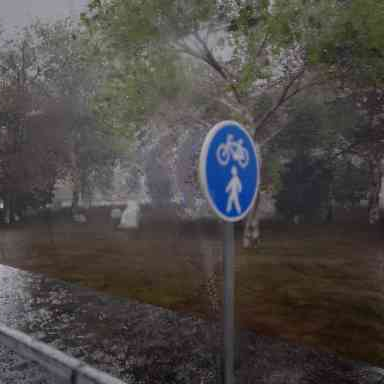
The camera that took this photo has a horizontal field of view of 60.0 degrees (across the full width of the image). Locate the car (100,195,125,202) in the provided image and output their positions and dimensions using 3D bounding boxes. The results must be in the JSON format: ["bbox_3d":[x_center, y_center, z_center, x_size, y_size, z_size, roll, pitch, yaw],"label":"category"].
[{"bbox_3d":[-14.977,1.224,64.508,1.994,1.385,4.181,0,1,36],"label":"car"}]

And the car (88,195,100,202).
[{"bbox_3d":[-18.064,1.191,66.168,2.033,1.411,5.357,0,1,36],"label":"car"}]
